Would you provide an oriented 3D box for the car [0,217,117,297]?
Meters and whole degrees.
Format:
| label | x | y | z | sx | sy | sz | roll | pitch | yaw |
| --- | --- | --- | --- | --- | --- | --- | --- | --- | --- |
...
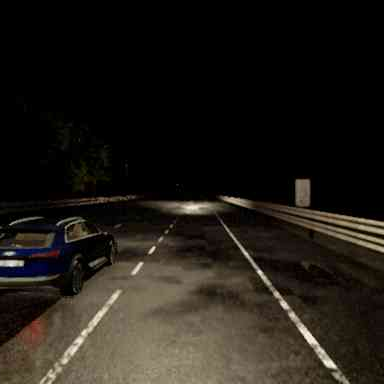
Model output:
| label | x | y | z | sx | sy | sz | roll | pitch | yaw |
| --- | --- | --- | --- | --- | --- | --- | --- | --- | --- |
| car | -3.371 | 1.427 | 8.569 | 2.033 | 1.649 | 4.856 | 0 | 0 | 1 |
